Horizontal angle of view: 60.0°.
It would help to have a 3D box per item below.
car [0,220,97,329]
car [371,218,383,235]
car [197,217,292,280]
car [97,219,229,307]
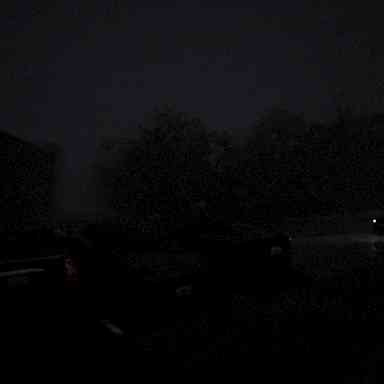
[{"bbox_3d":[-3.813,1.352,6.688,2.185,1.767,4.553,0,0,-35],"label":"car"},{"bbox_3d":[11.801,1.661,17.596,4.718,1.301,1.895,2,-1,-23],"label":"car"},{"bbox_3d":[0.688,1.465,9.970,2.163,1.488,4.792,-1,0,-35],"label":"car"},{"bbox_3d":[-1.545,1.486,8.307,2.163,1.488,4.792,-1,0,-35],"label":"car"}]
